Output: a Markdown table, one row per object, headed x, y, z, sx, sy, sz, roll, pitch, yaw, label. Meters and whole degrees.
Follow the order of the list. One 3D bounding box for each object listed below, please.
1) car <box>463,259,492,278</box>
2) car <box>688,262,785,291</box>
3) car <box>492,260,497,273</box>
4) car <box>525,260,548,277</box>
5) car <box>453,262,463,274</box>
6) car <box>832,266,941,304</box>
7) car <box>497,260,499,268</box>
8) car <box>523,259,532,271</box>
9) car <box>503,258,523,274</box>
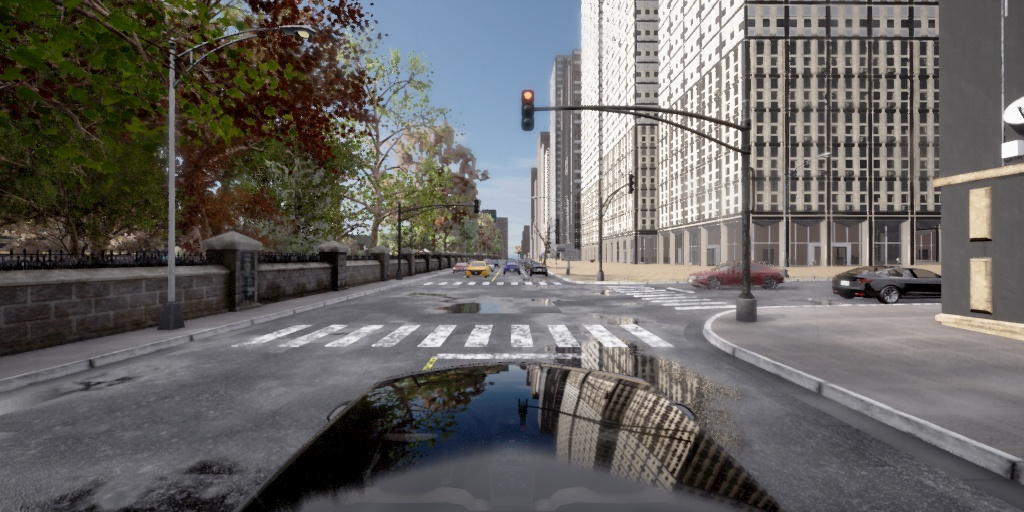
| x | y | z | sx | sy | sz | roll | pitch | yaw | label |
| --- | --- | --- | --- | --- | --- | --- | --- | --- | --- |
| -3.199 | 1.241 | 34.263 | 1.882 | 1.535 | 5.008 | 0 | 0 | 0 | car |
| 12.051 | 1.055 | 19.424 | 4.674 | 1.442 | 1.812 | -1 | 0 | 2 | car |
| -3.229 | 1.372 | 44.739 | 1.895 | 1.301 | 4.718 | 0 | 0 | 0 | car |
| 2.583 | 1.331 | 36.092 | 1.948 | 1.339 | 4.313 | 0 | 0 | 0 | car |
| -5.815 | 1.351 | 41.699 | 1.802 | 1.307 | 4.207 | 0 | 0 | 0 | car |
| 14.649 | 1.026 | 13.547 | 4.313 | 1.339 | 1.948 | 0 | 0 | 0 | car |
| -3.236 | 1.340 | 63.726 | 2.033 | 1.411 | 5.357 | 0 | 0 | 0 | car |
| 2.566 | 1.335 | 41.725 | 1.948 | 1.339 | 4.313 | 0 | 0 | 0 | car |
| -0.021 | 1.294 | 41.337 | 1.812 | 1.442 | 4.674 | 0 | 0 | 0 | car |
